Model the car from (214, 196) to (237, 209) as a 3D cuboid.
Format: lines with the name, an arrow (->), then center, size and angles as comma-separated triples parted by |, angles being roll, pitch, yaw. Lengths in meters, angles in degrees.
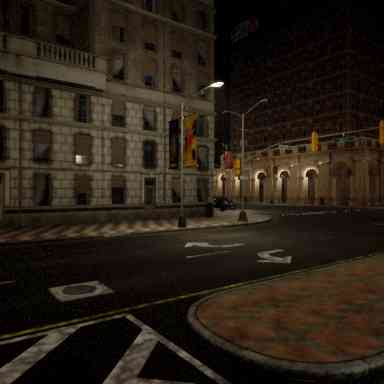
car -> 3.754, 1.352, 43.666 | 2.097, 1.767, 4.553 | 0, 0, -36
